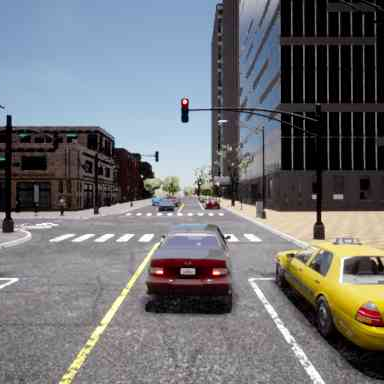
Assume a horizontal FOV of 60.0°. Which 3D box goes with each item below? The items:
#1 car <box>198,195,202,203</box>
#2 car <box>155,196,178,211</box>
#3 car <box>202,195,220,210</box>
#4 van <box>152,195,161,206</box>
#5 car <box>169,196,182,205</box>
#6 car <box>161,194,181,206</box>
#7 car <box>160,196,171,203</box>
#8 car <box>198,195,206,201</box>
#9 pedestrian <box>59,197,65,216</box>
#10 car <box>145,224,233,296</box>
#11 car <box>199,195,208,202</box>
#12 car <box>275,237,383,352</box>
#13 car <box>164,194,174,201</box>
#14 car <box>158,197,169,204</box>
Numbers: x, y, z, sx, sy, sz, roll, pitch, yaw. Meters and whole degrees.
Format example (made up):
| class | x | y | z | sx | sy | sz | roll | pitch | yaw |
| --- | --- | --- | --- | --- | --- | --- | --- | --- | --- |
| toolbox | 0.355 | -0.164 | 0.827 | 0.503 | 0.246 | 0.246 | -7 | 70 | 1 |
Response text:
| class | x | y | z | sx | sy | sz | roll | pitch | yaw |
| --- | --- | --- | --- | --- | --- | --- | --- | --- | --- |
| car | 2.676 | 1.551 | 71.976 | 1.752 | 1.417 | 4.829 | 1 | 0 | 0 |
| car | -3.138 | 1.561 | 41.114 | 2.033 | 1.411 | 5.357 | 0 | 0 | -3 |
| car | 2.687 | 1.455 | 44.131 | 1.967 | 1.590 | 4.097 | 1 | 0 | 0 |
| van | -5.696 | 1.360 | 55.212 | 1.690 | 1.788 | 3.998 | 1 | 0 | 0 |
| car | -3.088 | 1.512 | 61.389 | 2.128 | 1.511 | 4.902 | 0 | 0 | 0 |
| car | -3.113 | 1.369 | 51.013 | 2.097 | 1.767 | 4.553 | 0 | 0 | 0 |
| car | -5.705 | 1.592 | 71.815 | 1.947 | 1.339 | 4.313 | 1 | 0 | 0 |
| car | 2.670 | 1.577 | 88.410 | 1.887 | 1.381 | 4.507 | 1 | 0 | 0 |
| pedestrian | -12.556 | 1.368 | 32.120 | 0.375 | 1.860 | 0.375 | 0 | 0 | 1 |
| car | 0.072 | 1.550 | 8.803 | 2.033 | 1.411 | 5.357 | 0 | 0 | 3 |
| car | 2.674 | 1.553 | 77.510 | 1.752 | 1.417 | 4.829 | 1 | 0 | 0 |
| car | 2.836 | 1.527 | 6.353 | 1.752 | 1.417 | 4.829 | 1 | 0 | 0 |
| car | -5.705 | 1.345 | 82.883 | 2.192 | 1.841 | 5.009 | 1 | 0 | 0 |
| car | -5.703 | 1.606 | 66.280 | 1.802 | 1.307 | 4.206 | 1 | 0 | 0 |
